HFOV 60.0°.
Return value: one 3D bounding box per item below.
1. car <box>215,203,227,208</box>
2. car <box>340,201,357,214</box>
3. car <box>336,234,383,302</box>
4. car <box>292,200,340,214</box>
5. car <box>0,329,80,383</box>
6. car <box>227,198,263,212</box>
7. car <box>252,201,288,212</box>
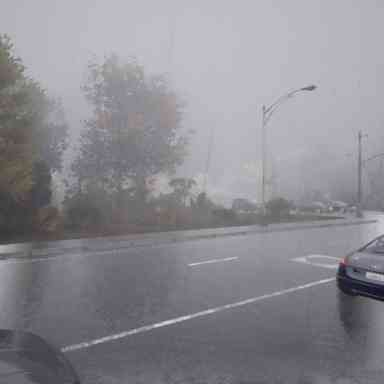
[{"bbox_3d":[5.284,2.679,57.274,2.128,1.511,4.902,0,-3,-32],"label":"car"},{"bbox_3d":[16.739,1.741,39.058,2.128,1.511,4.902,0,-2,-34],"label":"car"},{"bbox_3d":[5.129,1.574,7.412,4.181,1.385,1.994,0,0,-34],"label":"car"},{"bbox_3d":[13.559,1.741,37.556,2.128,1.511,4.902,0,-2,-32],"label":"car"},{"bbox_3d":[-3.033,1.505,1.581,4.892,1.490,1.837,0,0,-36],"label":"car"},{"bbox_3d":[7.847,1.867,46.620,2.150,2.045,5.566,0,-3,-32],"label":"car"},{"bbox_3d":[11.206,2.113,47.859,2.128,1.511,4.902,0,-3,-32],"label":"car"}]
